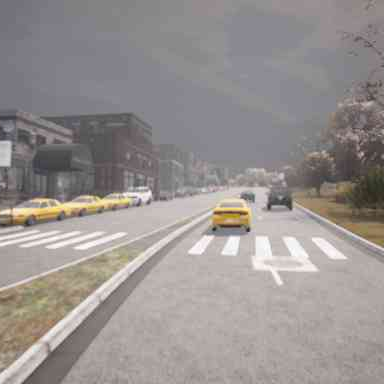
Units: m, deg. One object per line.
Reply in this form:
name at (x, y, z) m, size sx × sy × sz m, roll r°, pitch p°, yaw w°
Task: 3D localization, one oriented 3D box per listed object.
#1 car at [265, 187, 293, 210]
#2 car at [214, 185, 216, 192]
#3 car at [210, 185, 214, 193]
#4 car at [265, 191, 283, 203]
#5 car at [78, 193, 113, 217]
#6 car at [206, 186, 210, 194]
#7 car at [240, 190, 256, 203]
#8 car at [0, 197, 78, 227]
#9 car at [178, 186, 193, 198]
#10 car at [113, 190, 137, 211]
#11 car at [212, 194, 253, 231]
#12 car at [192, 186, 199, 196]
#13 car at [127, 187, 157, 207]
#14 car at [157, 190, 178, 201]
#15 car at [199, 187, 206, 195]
car at (8.080, 0.546, 31.020) m, size 2.150 × 2.045 × 5.566 m, roll 0°, pitch 1°, yaw 11°
car at (4.547, -0.520, 90.580) m, size 1.946 × 1.575 × 5.366 m, roll 0°, pitch 1°, yaw 11°
car at (3.515, -0.522, 85.372) m, size 2.185 × 1.767 × 4.553 m, roll 0°, pitch 1°, yaw 11°
car at (10.474, 0.594, 42.851) m, size 2.033 × 1.411 × 5.357 m, roll 0°, pitch 1°, yaw 11°
car at (-8.339, 0.985, 25.561) m, size 1.946 × 1.575 × 5.366 m, roll 0°, pitch 1°, yaw 11°
car at (2.400, -0.269, 79.743) m, size 1.946 × 1.575 × 5.366 m, roll 0°, pitch 1°, yaw 11°
car at (7.290, 0.563, 43.488) m, size 1.837 × 1.490 × 4.892 m, roll 0°, pitch 2°, yaw 11°
car at (-9.422, 1.113, 20.146) m, size 1.946 × 1.575 × 5.366 m, roll 0°, pitch 1°, yaw 11°
car at (-1.833, 0.229, 58.381) m, size 2.231 × 1.521 × 4.892 m, roll 0°, pitch 1°, yaw 11°
car at (-7.265, 0.859, 30.979) m, size 1.946 × 1.575 × 5.366 m, roll 0°, pitch 1°, yaw 11°
car at (2.213, 1.132, 17.965) m, size 1.882 × 1.535 × 5.008 m, roll 0°, pitch 1°, yaw 10°
car at (-0.769, -0.148, 63.760) m, size 2.435 × 2.045 × 5.566 m, roll 0°, pitch 1°, yaw 11°
car at (-6.135, 0.479, 36.669) m, size 2.435 × 2.045 × 5.566 m, roll 0°, pitch 1°, yaw 11°
car at (-3.992, 0.509, 47.509) m, size 2.163 × 1.488 × 4.792 m, roll 0°, pitch 1°, yaw 11°
car at (1.010, -0.109, 73.015) m, size 2.231 × 1.521 × 4.892 m, roll 0°, pitch 1°, yaw 12°
